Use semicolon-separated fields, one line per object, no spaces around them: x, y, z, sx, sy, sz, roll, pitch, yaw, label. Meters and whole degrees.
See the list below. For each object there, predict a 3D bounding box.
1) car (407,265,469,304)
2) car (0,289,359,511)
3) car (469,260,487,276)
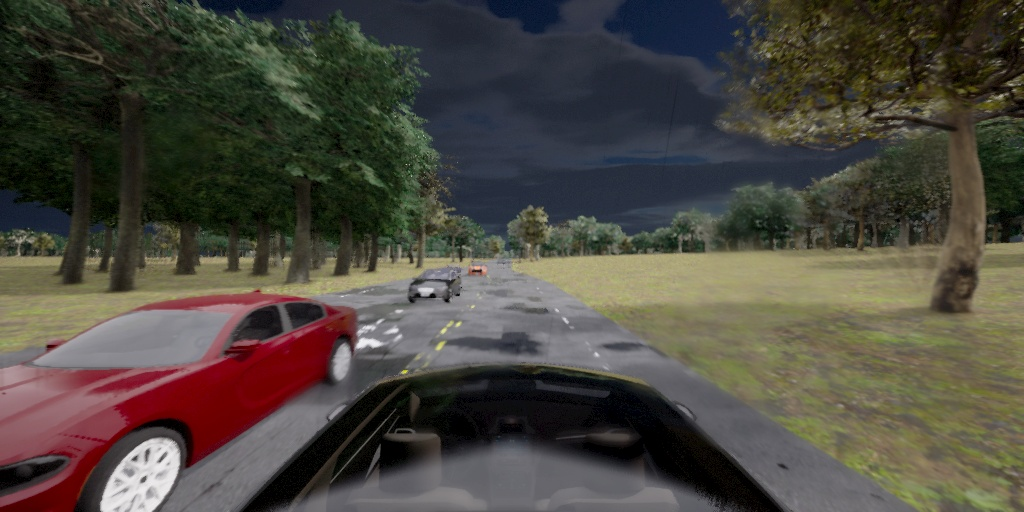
-3.568;1.354;17.304;2.128;1.511;4.902;0;0;0;car
-3.596;1.224;4.232;1.882;1.535;5.008;0;0;0;car
-3.968;1.401;41.852;2.097;1.767;4.553;0;0;-3;car
